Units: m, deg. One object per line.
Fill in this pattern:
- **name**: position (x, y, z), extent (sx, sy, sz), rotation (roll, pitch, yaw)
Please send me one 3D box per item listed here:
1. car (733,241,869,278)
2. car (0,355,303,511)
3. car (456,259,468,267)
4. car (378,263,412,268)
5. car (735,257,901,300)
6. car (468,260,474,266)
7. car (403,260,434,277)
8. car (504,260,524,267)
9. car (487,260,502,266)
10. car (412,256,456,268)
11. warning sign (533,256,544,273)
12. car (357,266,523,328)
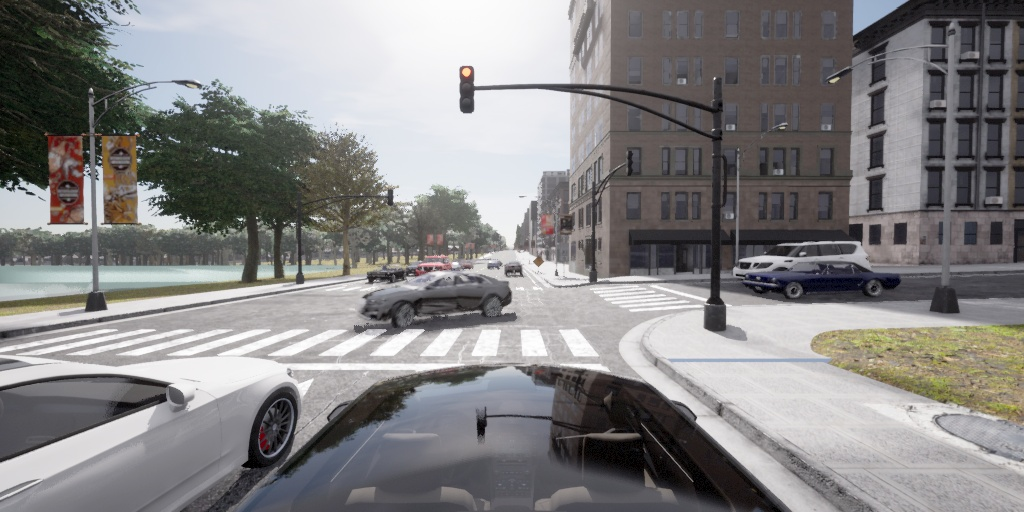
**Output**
- **car**: position (13.601, 0.354, 16.951), extent (5.566, 2.045, 2.150), rotation (-2, 1, -2)
- **car**: position (-3.167, 1.276, 1.922), extent (1.812, 1.442, 4.674), rotation (0, 0, 0)
- **car**: position (-6.510, 1.352, 40.047), extent (1.994, 1.385, 4.181), rotation (0, 0, 1)
- **car**: position (-9.792, 1.366, 28.469), extent (1.895, 1.301, 4.718), rotation (0, 0, 0)
- **car**: position (11.568, 0.861, 13.660), extent (4.718, 1.301, 1.895), rotation (-2, 1, -1)
- **car**: position (-6.483, 1.292, 49.970), extent (1.882, 1.535, 5.008), rotation (0, 0, 0)
- **car**: position (-9.768, 1.261, 37.873), extent (1.882, 1.535, 5.008), rotation (0, 0, 0)
- **car**: position (0.195, 1.288, 38.133), extent (1.837, 1.490, 4.892), rotation (0, 0, 0)
- **car**: position (-3.025, 1.380, 58.810), extent (2.033, 1.411, 5.357), rotation (0, 0, 0)
- **car**: position (-6.537, 0.990, 30.659), extent (2.150, 2.045, 5.566), rotation (0, 0, 0)
- **warning sign**: position (2.934, 0.903, 39.872), extent (1.300, 1.860, 1.060), rotation (0, 0, 0)
- **car**: position (-2.284, 1.242, 11.479), extent (4.902, 1.511, 2.128), rotation (0, 0, -34)
